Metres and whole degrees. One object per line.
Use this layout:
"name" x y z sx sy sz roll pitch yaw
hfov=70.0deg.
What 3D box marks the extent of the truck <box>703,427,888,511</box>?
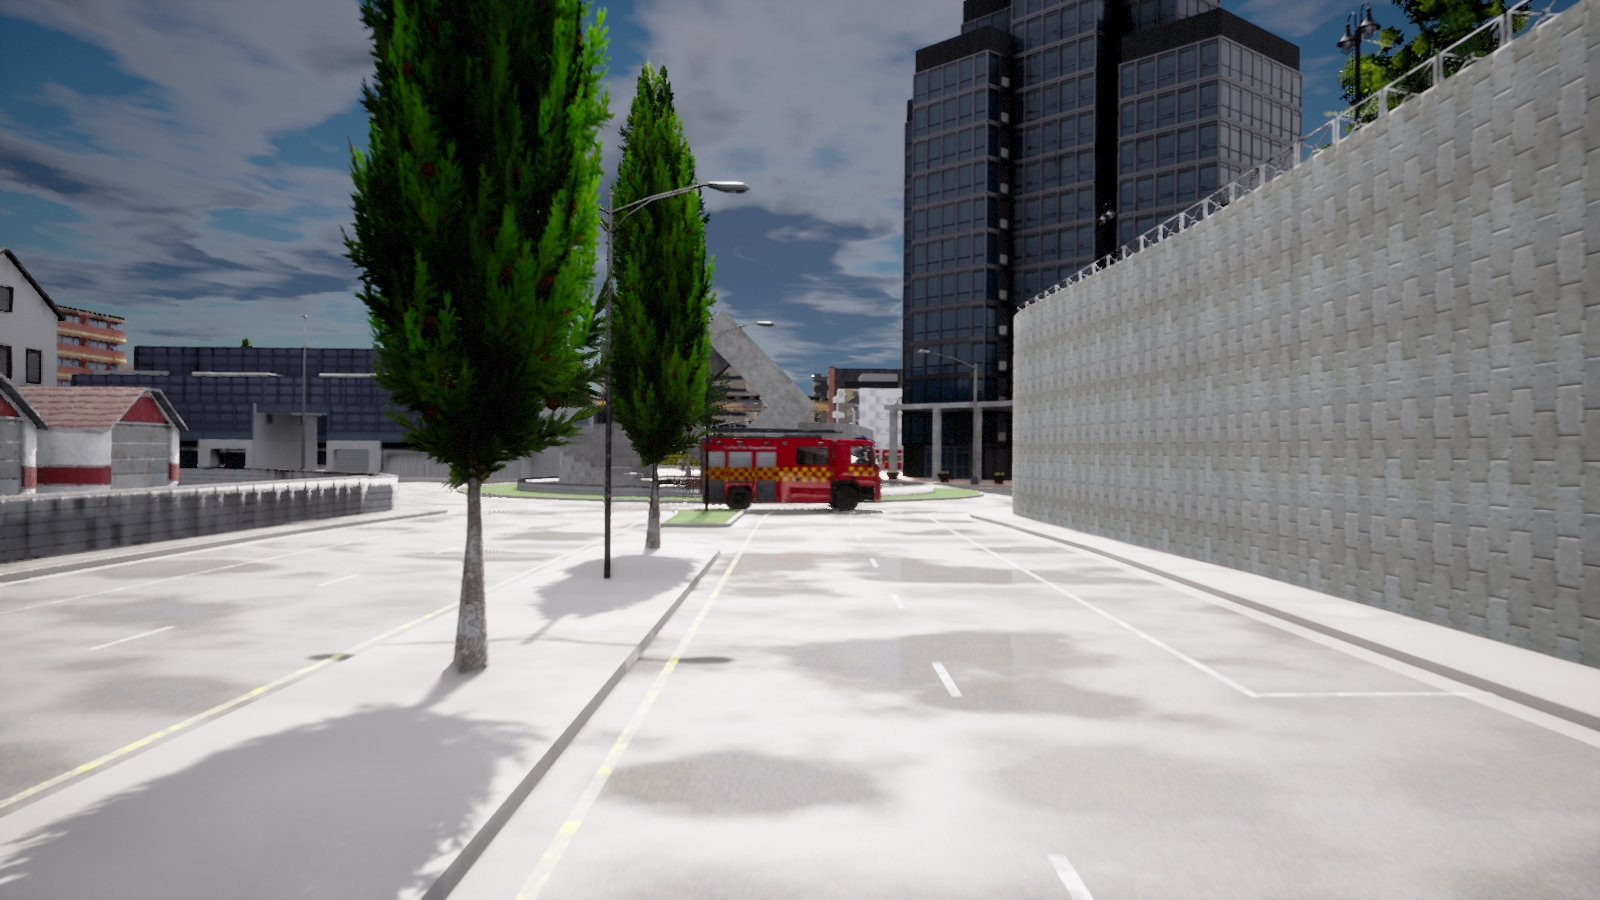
"truck" -0.279 0.900 54.447 8.468 3.827 2.891 1 0 -7
